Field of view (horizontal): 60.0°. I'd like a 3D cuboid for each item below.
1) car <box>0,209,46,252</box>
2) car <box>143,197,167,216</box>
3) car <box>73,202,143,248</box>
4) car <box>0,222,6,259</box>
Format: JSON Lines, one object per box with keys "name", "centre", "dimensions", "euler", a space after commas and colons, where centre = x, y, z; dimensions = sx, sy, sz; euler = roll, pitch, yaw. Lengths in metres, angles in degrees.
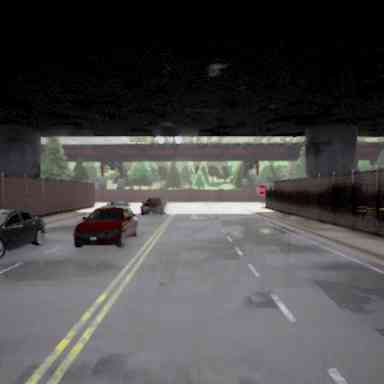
{"name": "car", "centre": [-7.102, 1.450, 12.197], "dimensions": [1.837, 1.490, 4.892], "euler": [0, 1, 0]}
{"name": "car", "centre": [-3.539, 1.277, 31.309], "dimensions": [2.097, 1.767, 4.553], "euler": [0, 0, 0]}
{"name": "car", "centre": [-3.598, 1.412, 14.652], "dimensions": [1.882, 1.535, 5.008], "euler": [0, 1, 0]}
{"name": "car", "centre": [-3.600, 1.342, 2.218], "dimensions": [2.097, 1.767, 4.553], "euler": [0, 0, 0]}
